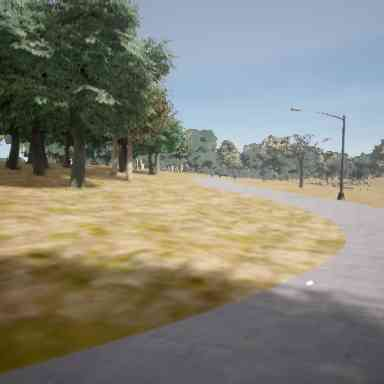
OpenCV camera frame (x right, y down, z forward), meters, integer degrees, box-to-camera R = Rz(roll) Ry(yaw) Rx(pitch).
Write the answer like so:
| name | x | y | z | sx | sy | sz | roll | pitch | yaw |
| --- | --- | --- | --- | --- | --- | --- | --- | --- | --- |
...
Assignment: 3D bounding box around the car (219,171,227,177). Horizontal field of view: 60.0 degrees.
| name | x | y | z | sx | sy | sz | roll | pitch | yaw |
| --- | --- | --- | --- | --- | --- | --- | --- | --- | --- |
| car | 7.829 | -4.548 | 83.521 | 1.970 | 1.475 | 3.806 | -1 | 3 | 5 |
